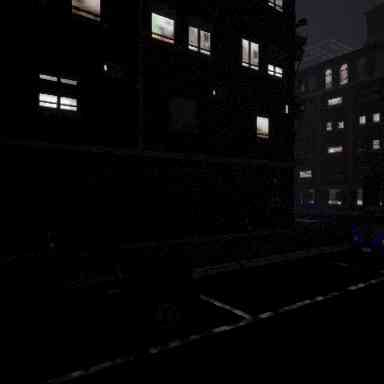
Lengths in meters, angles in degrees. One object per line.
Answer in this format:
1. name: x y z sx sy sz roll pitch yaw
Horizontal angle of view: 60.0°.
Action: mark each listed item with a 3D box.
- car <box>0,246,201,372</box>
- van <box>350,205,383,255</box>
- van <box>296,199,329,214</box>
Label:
1. car: -1.781 1.581 5.287 4.206 1.307 1.802 0 0 -35
2. van: 7.328 1.341 11.922 3.998 1.788 1.690 0 0 -36
3. van: 14.875 1.753 41.360 1.690 1.788 3.998 -1 0 -36
